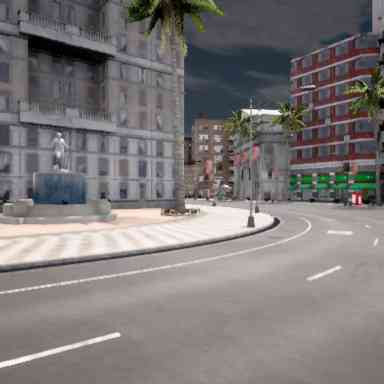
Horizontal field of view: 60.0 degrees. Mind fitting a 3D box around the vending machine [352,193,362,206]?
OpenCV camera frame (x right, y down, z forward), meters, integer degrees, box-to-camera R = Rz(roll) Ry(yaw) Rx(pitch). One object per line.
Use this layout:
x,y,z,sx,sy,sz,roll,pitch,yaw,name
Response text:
25.697,1.176,51.833,1.100,2.100,0.880,0,0,-20,vending machine
